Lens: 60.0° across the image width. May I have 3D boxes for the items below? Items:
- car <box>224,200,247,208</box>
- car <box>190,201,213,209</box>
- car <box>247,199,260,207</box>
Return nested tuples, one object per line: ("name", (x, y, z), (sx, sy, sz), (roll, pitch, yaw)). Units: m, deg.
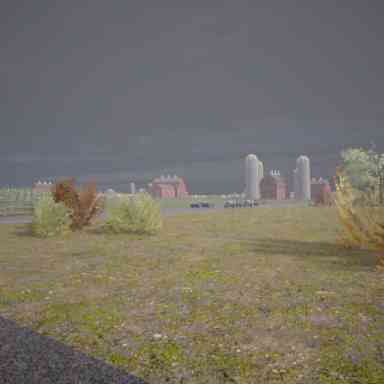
("car", (7.343, 2.093, 58.468), (1.812, 1.442, 4.674), (-1, -1, 36))
("car", (1.594, 2.176, 56.630), (1.895, 1.301, 4.718), (-1, -1, 36))
("car", (11.487, 2.173, 64.283), (1.812, 1.442, 4.674), (-1, -1, 36))
